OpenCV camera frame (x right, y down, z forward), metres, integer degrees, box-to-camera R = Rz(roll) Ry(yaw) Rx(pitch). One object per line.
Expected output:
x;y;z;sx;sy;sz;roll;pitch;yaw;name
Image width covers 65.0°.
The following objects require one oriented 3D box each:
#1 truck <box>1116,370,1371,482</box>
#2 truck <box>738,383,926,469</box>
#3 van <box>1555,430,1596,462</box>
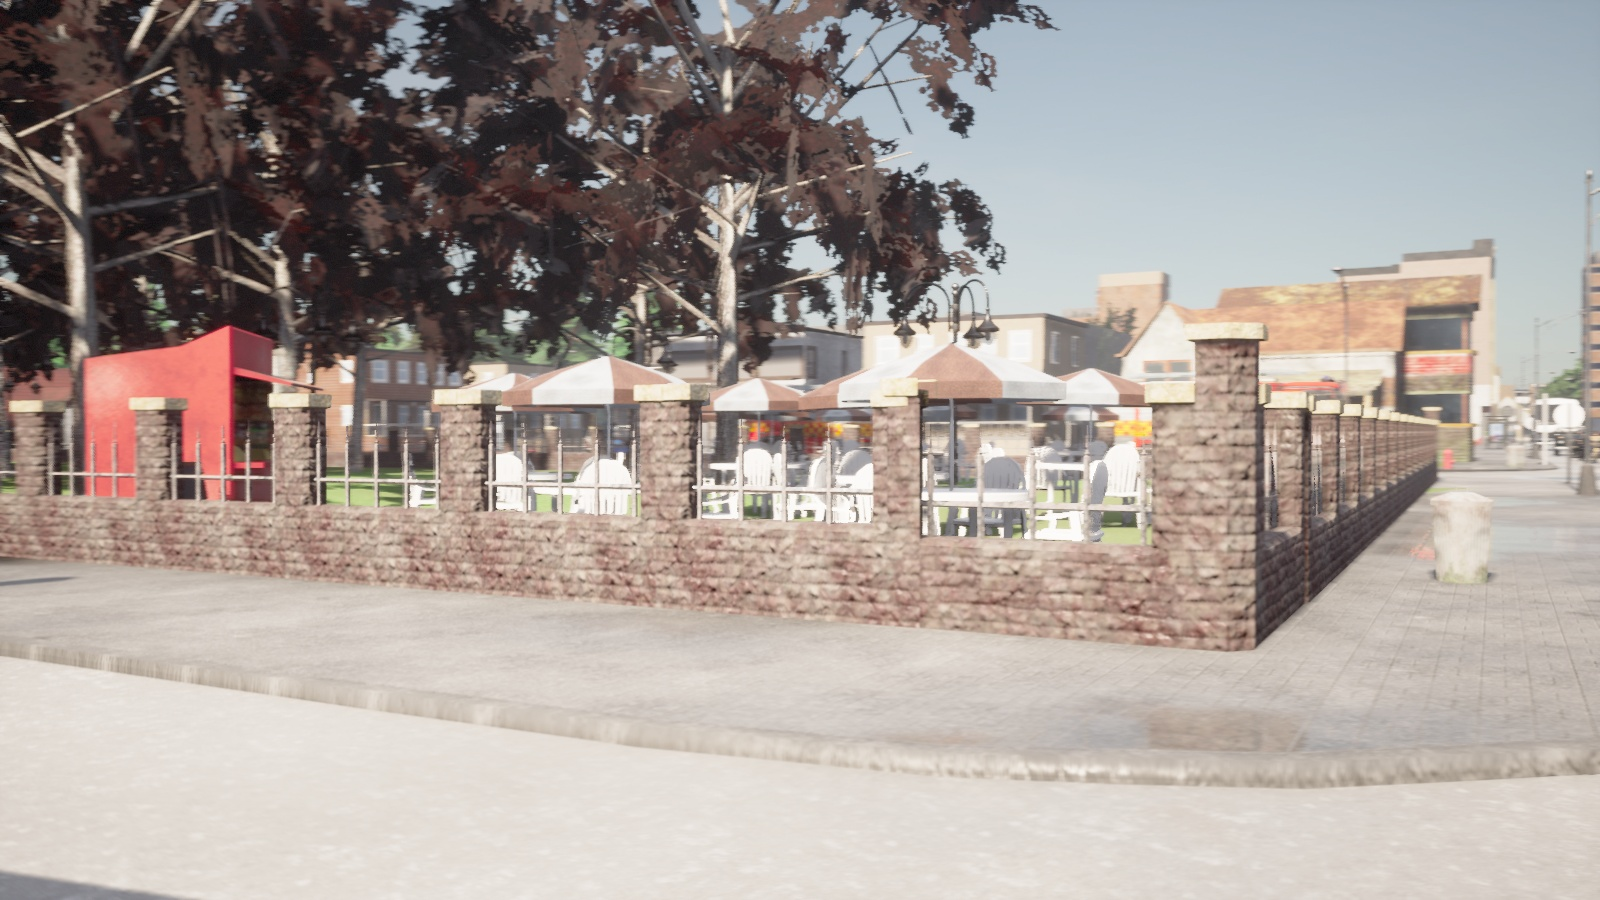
16.246;-0.874;46.263;8.468;3.827;2.891;1;1;29;truck
1.449;-1.113;59.100;8.468;3.827;2.891;1;1;29;truck
49.999;-0.290;81.024;2.069;2.038;4.480;1;1;29;van
